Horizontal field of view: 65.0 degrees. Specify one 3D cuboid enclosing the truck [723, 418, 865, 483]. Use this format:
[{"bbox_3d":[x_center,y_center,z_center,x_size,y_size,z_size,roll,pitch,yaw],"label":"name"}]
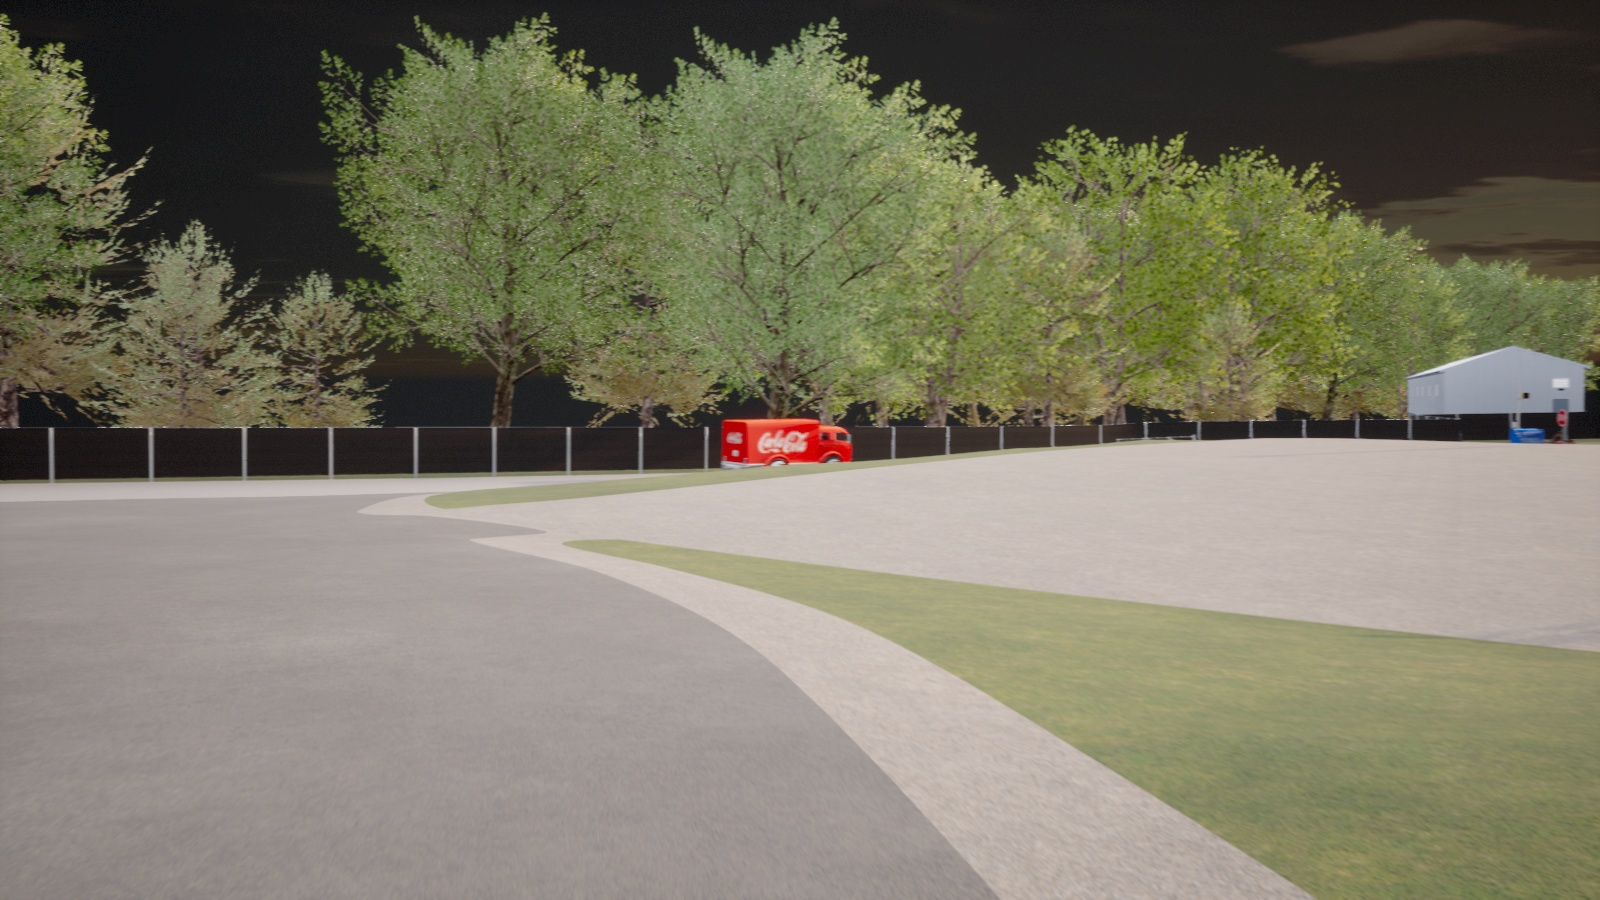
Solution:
[{"bbox_3d":[-0.230,-0.038,51.608,5.204,2.467,2.627,-1,3,-29],"label":"truck"}]
